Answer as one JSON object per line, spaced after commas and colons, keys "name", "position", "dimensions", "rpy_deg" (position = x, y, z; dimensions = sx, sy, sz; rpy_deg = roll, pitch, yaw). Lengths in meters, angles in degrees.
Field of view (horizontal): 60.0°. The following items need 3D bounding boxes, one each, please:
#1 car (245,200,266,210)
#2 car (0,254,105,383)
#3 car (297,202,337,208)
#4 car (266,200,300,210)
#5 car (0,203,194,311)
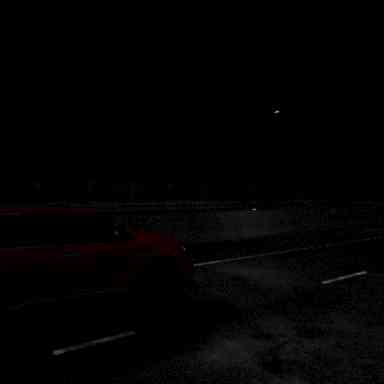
{"name": "car", "position": [7.767, 1.678, 35.332], "dimensions": [4.892, 1.490, 1.837], "rpy_deg": [1, 0, -35]}
{"name": "car", "position": [-3.126, 1.482, 1.516], "dimensions": [4.902, 1.511, 2.128], "rpy_deg": [0, 0, -36]}
{"name": "car", "position": [11.718, 1.736, 29.553], "dimensions": [4.181, 1.385, 1.994], "rpy_deg": [1, 0, -35]}
{"name": "car", "position": [9.821, 1.678, 32.499], "dimensions": [4.892, 1.490, 1.837], "rpy_deg": [1, 0, -35]}
{"name": "car", "position": [-2.622, 1.230, 6.174], "dimensions": [5.566, 2.045, 2.150], "rpy_deg": [0, 0, -36]}
